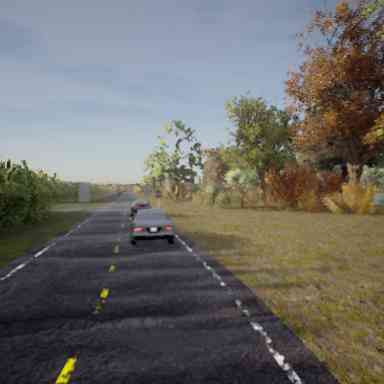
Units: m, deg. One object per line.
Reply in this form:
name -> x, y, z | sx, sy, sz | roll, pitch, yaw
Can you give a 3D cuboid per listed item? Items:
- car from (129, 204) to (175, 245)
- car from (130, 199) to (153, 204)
car -> -1.930, 1.510, 15.531 | 2.033, 1.411, 5.357 | 0, 0, -10
car -> -4.620, 1.422, 30.234 | 1.837, 1.490, 4.892 | 0, 0, -10
